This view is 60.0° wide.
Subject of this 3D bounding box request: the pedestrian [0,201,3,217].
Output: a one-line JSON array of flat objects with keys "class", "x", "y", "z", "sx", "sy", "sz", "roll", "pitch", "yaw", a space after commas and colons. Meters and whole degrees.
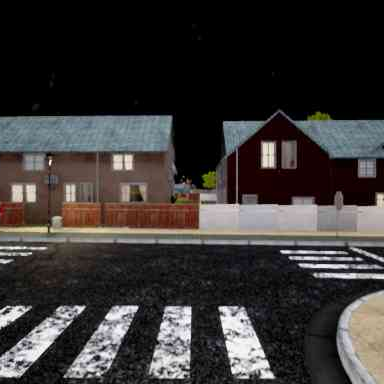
[{"class": "pedestrian", "x": -9.321, "y": 1.046, "z": 15.821, "sx": 0.375, "sy": 1.860, "sz": 0.375, "roll": 0, "pitch": 0, "yaw": 1}]
